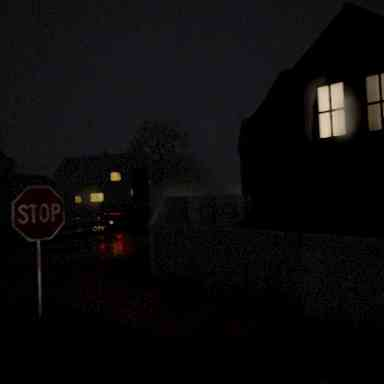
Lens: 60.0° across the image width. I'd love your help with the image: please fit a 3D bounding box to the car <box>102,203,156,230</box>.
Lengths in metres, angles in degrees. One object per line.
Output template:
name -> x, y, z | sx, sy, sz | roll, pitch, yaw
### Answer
car -> -3.400, 1.400, 20.117 | 2.128, 1.511, 4.902 | -3, -1, 23
